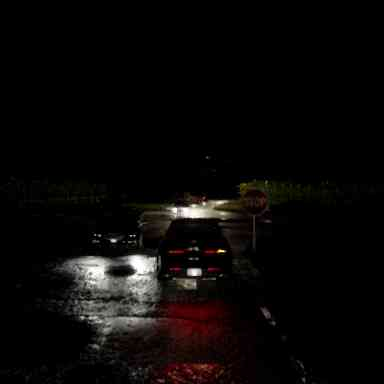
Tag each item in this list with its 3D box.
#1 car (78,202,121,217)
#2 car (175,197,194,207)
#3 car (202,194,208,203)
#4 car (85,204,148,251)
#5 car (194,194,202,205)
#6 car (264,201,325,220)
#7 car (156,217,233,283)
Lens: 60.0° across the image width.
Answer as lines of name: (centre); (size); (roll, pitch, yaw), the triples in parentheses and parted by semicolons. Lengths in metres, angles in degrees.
car: (-7.503, 1.516, 29.282); (4.718, 1.301, 1.895); (0, 0, 4)
car: (-1.320, 1.539, 48.329); (1.895, 1.301, 4.718); (0, 0, 6)
car: (2.021, 1.285, 68.312); (2.097, 1.767, 4.553); (0, 0, 12)
car: (-2.977, 1.482, 14.221); (1.837, 1.490, 4.892); (2, 0, -5)
car: (0.059, 1.495, 58.221); (1.994, 1.385, 4.181); (0, 0, 9)
car: (8.593, 1.500, 28.148); (5.008, 1.535, 1.882); (0, 0, 5)
car: (0.079, 1.489, 9.641); (1.837, 1.490, 4.892); (0, 0, 1)
